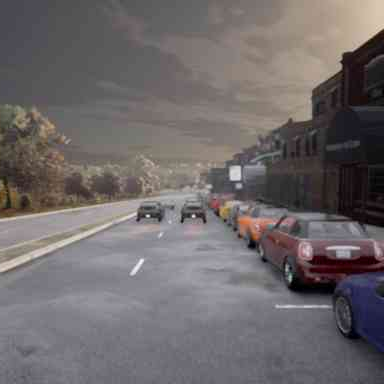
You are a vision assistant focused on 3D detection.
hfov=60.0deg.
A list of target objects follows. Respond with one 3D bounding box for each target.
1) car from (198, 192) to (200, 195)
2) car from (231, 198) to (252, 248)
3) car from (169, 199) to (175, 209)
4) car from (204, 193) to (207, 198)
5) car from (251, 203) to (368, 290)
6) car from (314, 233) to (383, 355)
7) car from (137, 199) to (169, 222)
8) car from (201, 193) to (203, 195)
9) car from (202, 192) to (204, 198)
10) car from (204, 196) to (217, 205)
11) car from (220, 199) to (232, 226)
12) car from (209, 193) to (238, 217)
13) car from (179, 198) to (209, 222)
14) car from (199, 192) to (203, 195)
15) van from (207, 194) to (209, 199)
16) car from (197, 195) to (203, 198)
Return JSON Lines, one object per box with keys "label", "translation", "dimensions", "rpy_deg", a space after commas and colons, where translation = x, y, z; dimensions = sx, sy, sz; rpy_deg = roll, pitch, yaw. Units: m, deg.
{"label": "car", "translation": [3.245, 1.210, 80.918], "dimensions": [2.185, 1.767, 4.553], "rpy_deg": [0, 0, 0]}
{"label": "car", "translation": [3.229, 1.328, 14.741], "dimensions": [2.185, 1.767, 4.553], "rpy_deg": [0, 0, 0]}
{"label": "car", "translation": [-3.140, 1.525, 42.707], "dimensions": [1.895, 1.301, 4.718], "rpy_deg": [0, 0, 0]}
{"label": "car", "translation": [3.237, 1.269, 47.892], "dimensions": [2.185, 1.767, 4.553], "rpy_deg": [0, 0, 0]}
{"label": "car", "translation": [3.227, 1.338, 9.215], "dimensions": [2.185, 1.767, 4.553], "rpy_deg": [0, 0, 0]}
{"label": "car", "translation": [3.226, 1.513, 3.594], "dimensions": [2.002, 1.452, 4.674], "rpy_deg": [0, 0, 0]}
{"label": "car", "translation": [-3.143, 1.457, 26.130], "dimensions": [1.837, 1.490, 4.892], "rpy_deg": [0, 0, 0]}
{"label": "car", "translation": [3.240, 1.366, 64.366], "dimensions": [2.231, 1.521, 4.892], "rpy_deg": [0, 0, 0]}
{"label": "car", "translation": [3.238, 1.259, 53.416], "dimensions": [2.185, 1.767, 4.553], "rpy_deg": [0, 0, 0]}
{"label": "car", "translation": [3.240, 1.415, 58.846], "dimensions": [2.002, 1.452, 4.674], "rpy_deg": [0, 0, 0]}
{"label": "car", "translation": [3.231, 1.445, 20.291], "dimensions": [2.231, 1.521, 4.892], "rpy_deg": [0, 0, 0]}
{"label": "car", "translation": [3.232, 1.173, 31.250], "dimensions": [2.435, 2.045, 5.566], "rpy_deg": [0, 0, 0]}
{"label": "car", "translation": [0.107, 1.458, 25.908], "dimensions": [1.837, 1.490, 4.892], "rpy_deg": [0, 0, 0]}
{"label": "car", "translation": [3.241, 1.342, 75.608], "dimensions": [1.946, 1.575, 5.366], "rpy_deg": [0, 0, 0]}
{"label": "van", "translation": [3.235, 1.178, 42.514], "dimensions": [1.878, 1.987, 4.442], "rpy_deg": [0, 0, 0]}
{"label": "car", "translation": [0.110, 1.449, 42.872], "dimensions": [1.812, 1.442, 4.674], "rpy_deg": [0, 0, 0]}
